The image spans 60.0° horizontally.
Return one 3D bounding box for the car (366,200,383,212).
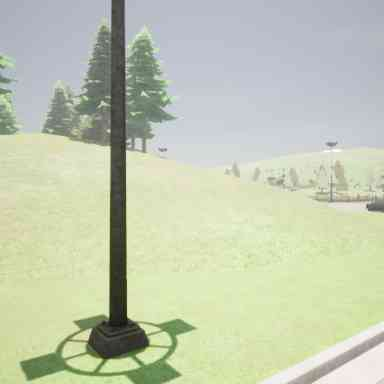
[{"bbox_3d":[21.418,1.559,37.082,1.994,1.385,4.181,0,0,-9],"label":"car"}]
